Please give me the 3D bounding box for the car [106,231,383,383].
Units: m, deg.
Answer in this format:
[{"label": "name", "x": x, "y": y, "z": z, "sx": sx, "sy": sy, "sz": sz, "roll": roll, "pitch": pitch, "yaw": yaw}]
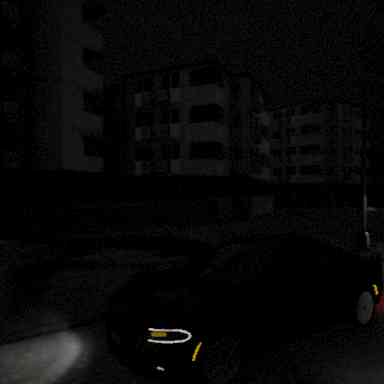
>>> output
[{"label": "car", "x": 1.138, "y": 1.463, "z": 5.401, "sx": 5.008, "sy": 1.535, "sz": 1.882, "roll": -1, "pitch": 0, "yaw": -35}]
